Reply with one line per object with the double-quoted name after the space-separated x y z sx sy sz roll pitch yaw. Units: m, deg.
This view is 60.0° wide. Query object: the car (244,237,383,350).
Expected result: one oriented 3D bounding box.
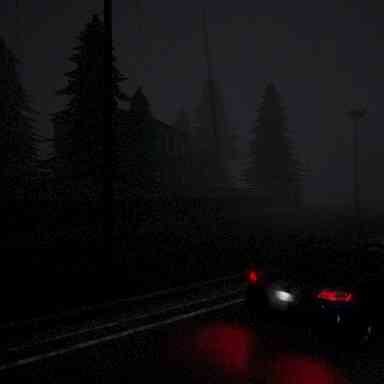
2.932 1.564 6.336 4.181 1.385 1.994 0 0 -40 "car"
